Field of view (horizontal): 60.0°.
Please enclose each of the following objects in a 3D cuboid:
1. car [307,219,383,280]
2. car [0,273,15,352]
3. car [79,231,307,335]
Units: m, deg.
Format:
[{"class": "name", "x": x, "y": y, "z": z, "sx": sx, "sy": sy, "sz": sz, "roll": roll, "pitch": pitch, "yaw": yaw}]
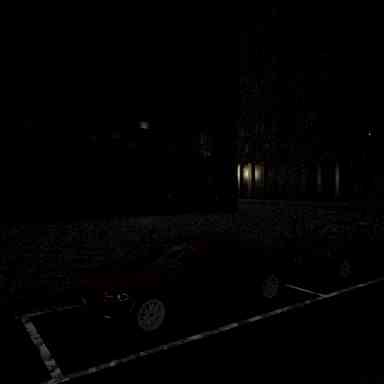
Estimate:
[{"class": "car", "x": 4.568, "y": 1.546, "z": 9.933, "sx": 4.507, "sy": 1.381, "sz": 1.887, "roll": 0, "pitch": 0, "yaw": -36}, {"class": "car", "x": -4.422, "y": 1.544, "z": 3.507, "sx": 4.507, "sy": 1.381, "sz": 1.887, "roll": 0, "pitch": 0, "yaw": -36}, {"class": "car", "x": 0.073, "y": 1.545, "z": 6.720, "sx": 4.507, "sy": 1.381, "sz": 1.887, "roll": 0, "pitch": 0, "yaw": -36}]
